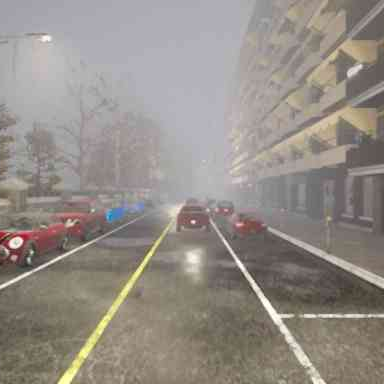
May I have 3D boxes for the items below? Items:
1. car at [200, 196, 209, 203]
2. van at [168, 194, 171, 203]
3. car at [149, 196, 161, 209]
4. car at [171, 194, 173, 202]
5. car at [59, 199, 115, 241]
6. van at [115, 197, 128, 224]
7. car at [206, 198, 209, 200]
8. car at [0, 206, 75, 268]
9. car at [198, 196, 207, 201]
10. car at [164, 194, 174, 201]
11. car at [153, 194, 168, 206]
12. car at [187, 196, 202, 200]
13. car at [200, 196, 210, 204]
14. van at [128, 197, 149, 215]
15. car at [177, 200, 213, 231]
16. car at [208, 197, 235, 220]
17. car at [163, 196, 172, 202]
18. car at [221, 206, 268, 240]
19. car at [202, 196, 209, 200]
[{"bbox_3d":[2.622,1.642,73.033,1.802,1.307,4.206,0,0,0],"label":"car"},{"bbox_3d":[-5.753,1.394,67.394,1.690,1.788,3.998,0,0,0],"label":"van"},{"bbox_3d":[-5.732,1.590,44.873,1.947,1.339,4.313,0,0,0],"label":"car"},{"bbox_3d":[-5.759,1.644,73.024,1.802,1.307,4.206,0,0,0],"label":"car"},{"bbox_3d":[-5.705,1.320,16.721,2.192,1.841,5.009,0,0,0],"label":"car"},{"bbox_3d":[-5.710,1.350,22.352,1.690,1.788,3.998,0,0,0],"label":"van"},{"bbox_3d":[2.659,1.595,33.621,1.802,1.307,4.206,0,0,0],"label":"car"},{"bbox_3d":[-5.699,1.441,11.090,1.967,1.590,4.097,0,0,0],"label":"car"},{"bbox_3d":[2.611,1.646,84.295,1.947,1.339,4.313,0,0,0],"label":"car"},{"bbox_3d":[-5.769,1.397,84.287,2.192,1.841,5.009,0,0,0],"label":"car"},{"bbox_3d":[-5.742,1.351,56.134,2.192,1.841,5.009,0,0,0],"label":"car"},{"bbox_3d":[0.059,1.500,44.612,1.882,1.535,5.008,0,0,0],"label":"car"},{"bbox_3d":[2.627,1.576,67.572,1.752,1.417,4.829,0,0,0],"label":"car"},{"bbox_3d":[-5.721,1.357,33.613,1.690,1.788,3.998,0,0,0],"label":"van"},{"bbox_3d":[0.078,1.483,20.604,1.882,1.535,5.008,0,0,0],"label":"car"},{"bbox_3d":[2.664,1.450,27.990,1.967,1.590,4.097,0,0,0],"label":"car"},{"bbox_3d":[-5.764,1.617,78.655,1.887,1.381,4.507,0,0,0],"label":"car"},{"bbox_3d":[2.675,1.585,16.729,1.802,1.307,4.206,0,0,0],"label":"car"},{"bbox_3d":[2.648,1.588,44.882,1.947,1.339,4.313,0,0,0],"label":"car"}]
